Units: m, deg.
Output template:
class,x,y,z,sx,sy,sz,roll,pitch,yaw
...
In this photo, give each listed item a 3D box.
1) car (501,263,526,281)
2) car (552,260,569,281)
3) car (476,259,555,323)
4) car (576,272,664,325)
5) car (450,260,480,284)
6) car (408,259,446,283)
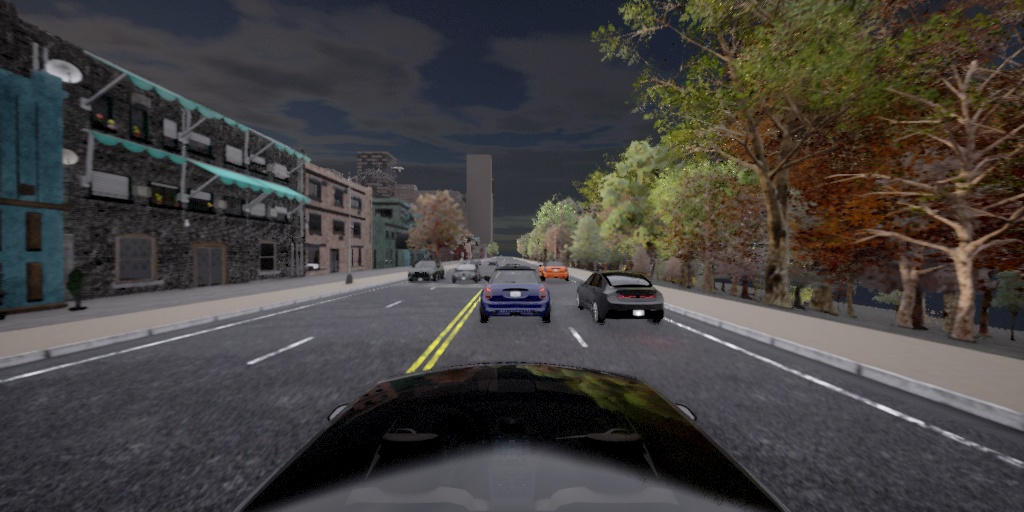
class,x,y,z,sx,sy,sz,roll,pitch,yaw
car,0.091,1.310,30.627,1.994,1.385,4.181,0,0,0
car,3.341,1.098,29.543,2.097,1.767,4.553,0,0,0
car,0.097,1.101,12.314,2.097,1.767,4.553,0,0,0
car,3.346,1.254,11.884,1.837,1.490,4.892,0,0,0
car,-3.356,1.272,27.181,1.812,1.442,4.674,0,0,0
car,-6.605,1.099,28.095,2.097,1.767,4.553,0,0,0
